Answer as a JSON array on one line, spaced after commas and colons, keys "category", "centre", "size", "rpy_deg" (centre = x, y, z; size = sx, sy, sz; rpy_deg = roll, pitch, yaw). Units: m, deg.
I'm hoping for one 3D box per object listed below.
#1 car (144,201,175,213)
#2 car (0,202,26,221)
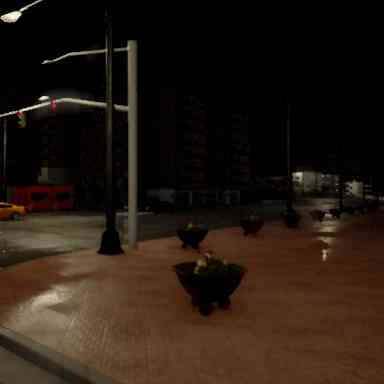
[{"category": "car", "centre": [-4.346, 1.927, 44.600], "size": [2.128, 1.511, 4.902], "rpy_deg": [0, -1, 35]}, {"category": "car", "centre": [-16.420, 1.632, 27.409], "size": [1.882, 1.535, 5.008], "rpy_deg": [0, 0, 35]}]
